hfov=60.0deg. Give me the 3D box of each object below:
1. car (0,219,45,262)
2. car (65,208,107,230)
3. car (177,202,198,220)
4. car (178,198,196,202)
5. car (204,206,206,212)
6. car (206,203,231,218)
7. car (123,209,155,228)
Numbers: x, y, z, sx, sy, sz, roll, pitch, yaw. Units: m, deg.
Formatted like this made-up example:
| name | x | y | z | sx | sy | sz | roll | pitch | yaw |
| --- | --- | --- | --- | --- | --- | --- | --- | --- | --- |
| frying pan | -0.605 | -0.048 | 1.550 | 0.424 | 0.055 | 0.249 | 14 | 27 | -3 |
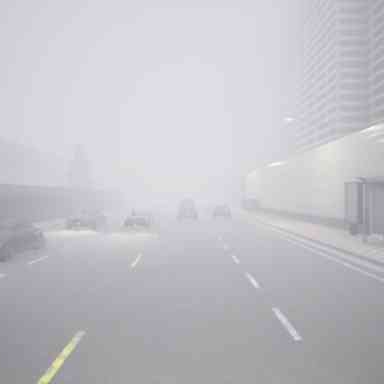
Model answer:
| name | x | y | z | sx | sy | sz | roll | pitch | yaw |
| --- | --- | --- | --- | --- | --- | --- | --- | --- | --- |
| car | -7.292 | 1.736 | 12.615 | 1.994 | 1.385 | 4.181 | 0 | -1 | -1 |
| car | -7.487 | 1.880 | 23.810 | 1.994 | 1.385 | 4.181 | 0 | -1 | -1 |
| car | -0.461 | 1.990 | 32.723 | 1.994 | 1.385 | 4.181 | 0 | -1 | -1 |
| car | -0.656 | 1.791 | 43.561 | 2.150 | 2.045 | 5.566 | 0 | 0 | -2 |
| car | 2.818 | 2.157 | 45.819 | 1.994 | 1.385 | 4.181 | 0 | -1 | -2 |
| car | 2.995 | 1.949 | 35.396 | 2.128 | 1.511 | 4.902 | 0 | -1 | -1 |
| car | -3.924 | 1.983 | 25.089 | 1.895 | 1.301 | 4.718 | 0 | -1 | -1 |
